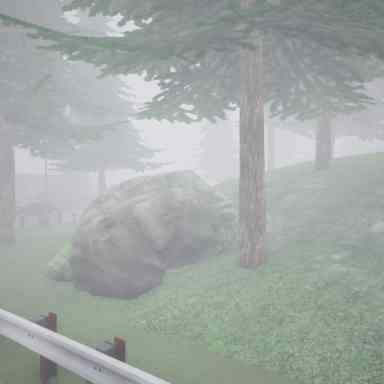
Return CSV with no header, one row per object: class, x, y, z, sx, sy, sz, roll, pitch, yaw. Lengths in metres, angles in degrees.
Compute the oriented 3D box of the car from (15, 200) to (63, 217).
car,-13.278,1.490,27.867,1.837,1.490,4.892,0,0,35
